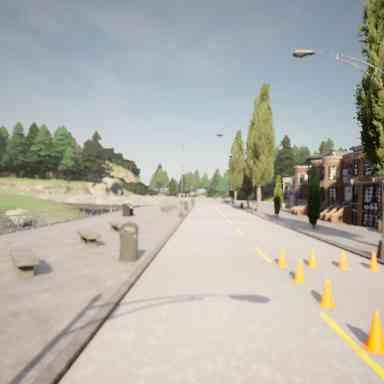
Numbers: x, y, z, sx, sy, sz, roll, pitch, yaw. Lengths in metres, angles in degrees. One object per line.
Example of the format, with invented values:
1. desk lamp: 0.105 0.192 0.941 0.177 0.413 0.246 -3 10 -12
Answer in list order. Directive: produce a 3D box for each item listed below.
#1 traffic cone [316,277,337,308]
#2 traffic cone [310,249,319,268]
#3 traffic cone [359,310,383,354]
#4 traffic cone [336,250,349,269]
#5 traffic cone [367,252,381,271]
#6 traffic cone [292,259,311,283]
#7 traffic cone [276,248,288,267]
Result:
1. traffic cone: 2.870 2.118 7.080 0.340 0.580 0.340 2 0 2
2. traffic cone: 3.999 2.192 11.045 0.340 0.580 0.340 2 0 2
3. traffic cone: 2.805 2.099 5.081 0.340 0.580 0.340 2 0 2
4. traffic cone: 4.998 2.228 11.012 0.340 0.580 0.340 2 0 2
5. traffic cone: 5.996 2.263 10.980 0.340 0.580 0.340 2 0 2
6. traffic cone: 2.935 2.138 9.079 0.340 0.580 0.340 2 0 2
7. traffic cone: 3.000 2.157 11.078 0.340 0.580 0.340 2 0 2
